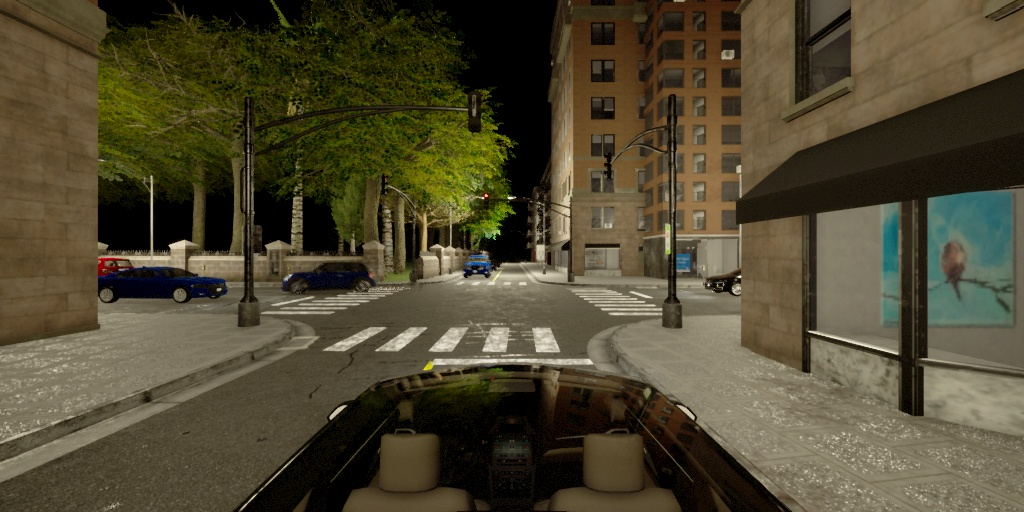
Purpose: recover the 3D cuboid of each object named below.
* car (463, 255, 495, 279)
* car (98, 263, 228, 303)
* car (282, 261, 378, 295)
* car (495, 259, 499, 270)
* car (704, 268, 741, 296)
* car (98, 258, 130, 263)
[{"bbox_3d":[-3.066,0.951,32.763,2.150,2.045,5.566,0,0,1],"label":"car"},{"bbox_3d":[-15.472,1.212,15.883,5.008,1.535,1.882,0,0,0],"label":"car"},{"bbox_3d":[-9.704,1.094,19.423,4.553,1.767,2.097,0,0,-15],"label":"car"},{"bbox_3d":[-3.034,1.181,47.249,1.882,1.535,5.008,0,0,0],"label":"car"},{"bbox_3d":[12.689,1.271,18.705,4.892,1.490,1.837,0,0,1],"label":"car"},{"bbox_3d":[-25.923,1.035,21.800,5.009,1.841,2.192,0,0,1],"label":"car"}]
